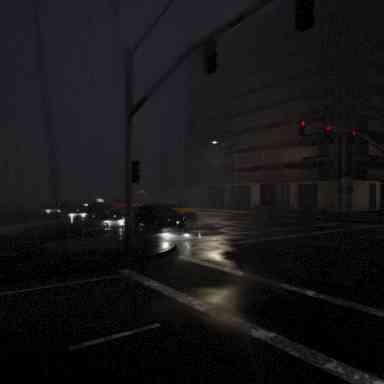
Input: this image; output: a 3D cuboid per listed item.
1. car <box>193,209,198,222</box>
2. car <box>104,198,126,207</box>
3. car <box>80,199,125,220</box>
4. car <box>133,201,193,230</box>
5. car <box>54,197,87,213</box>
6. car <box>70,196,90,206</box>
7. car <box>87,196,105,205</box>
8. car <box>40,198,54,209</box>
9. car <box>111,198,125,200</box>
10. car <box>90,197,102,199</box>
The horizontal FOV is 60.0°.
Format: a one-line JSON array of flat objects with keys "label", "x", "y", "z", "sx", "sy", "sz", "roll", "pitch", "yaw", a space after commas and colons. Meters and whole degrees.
[{"label": "car", "x": -1.485, "y": 1.533, "z": 26.661, "sx": 1.882, "sy": 1.535, "sz": 5.008, "roll": 0, "pitch": 0, "yaw": -35}, {"label": "car", "x": -12.685, "y": 1.656, "z": 54.836, "sx": 1.895, "sy": 1.301, "sz": 4.718, "roll": 0, "pitch": 0, "yaw": -36}, {"label": "car", "x": -7.898, "y": 1.603, "z": 29.639, "sx": 2.033, "sy": 1.411, "sz": 5.357, "roll": 0, "pitch": 0, "yaw": -35}, {"label": "car", "x": -2.254, "y": 1.560, "z": 21.702, "sx": 1.837, "sy": 1.490, "sz": 4.892, "roll": 0, "pitch": 0, "yaw": -36}, {"label": "car", "x": -13.758, "y": 1.603, "z": 37.899, "sx": 2.033, "sy": 1.411, "sz": 5.357, "roll": 0, "pitch": 0, "yaw": -35}, {"label": "car", "x": -19.911, "y": 1.547, "z": 58.954, "sx": 2.128, "sy": 1.511, "sz": 4.902, "roll": 0, "pitch": 0, "yaw": -35}, {"label": "car", "x": -17.961, "y": 1.581, "z": 62.260, "sx": 1.812, "sy": 1.442, "sz": 4.674, "roll": 0, "pitch": 0, "yaw": -34}, {"label": "car", "x": -19.807, "y": 1.533, "z": 46.472, "sx": 1.882, "sy": 1.535, "sz": 5.008, "roll": 0, "pitch": 0, "yaw": -35}, {"label": "car", "x": -6.861, "y": 1.407, "z": 34.223, "sx": 2.097, "sy": 1.767, "sz": 4.553, "roll": 0, "pitch": 0, "yaw": -36}, {"label": "car", "x": -12.947, "y": 1.603, "z": 42.800, "sx": 2.033, "sy": 1.411, "sz": 5.357, "roll": 0, "pitch": 0, "yaw": -35}]
